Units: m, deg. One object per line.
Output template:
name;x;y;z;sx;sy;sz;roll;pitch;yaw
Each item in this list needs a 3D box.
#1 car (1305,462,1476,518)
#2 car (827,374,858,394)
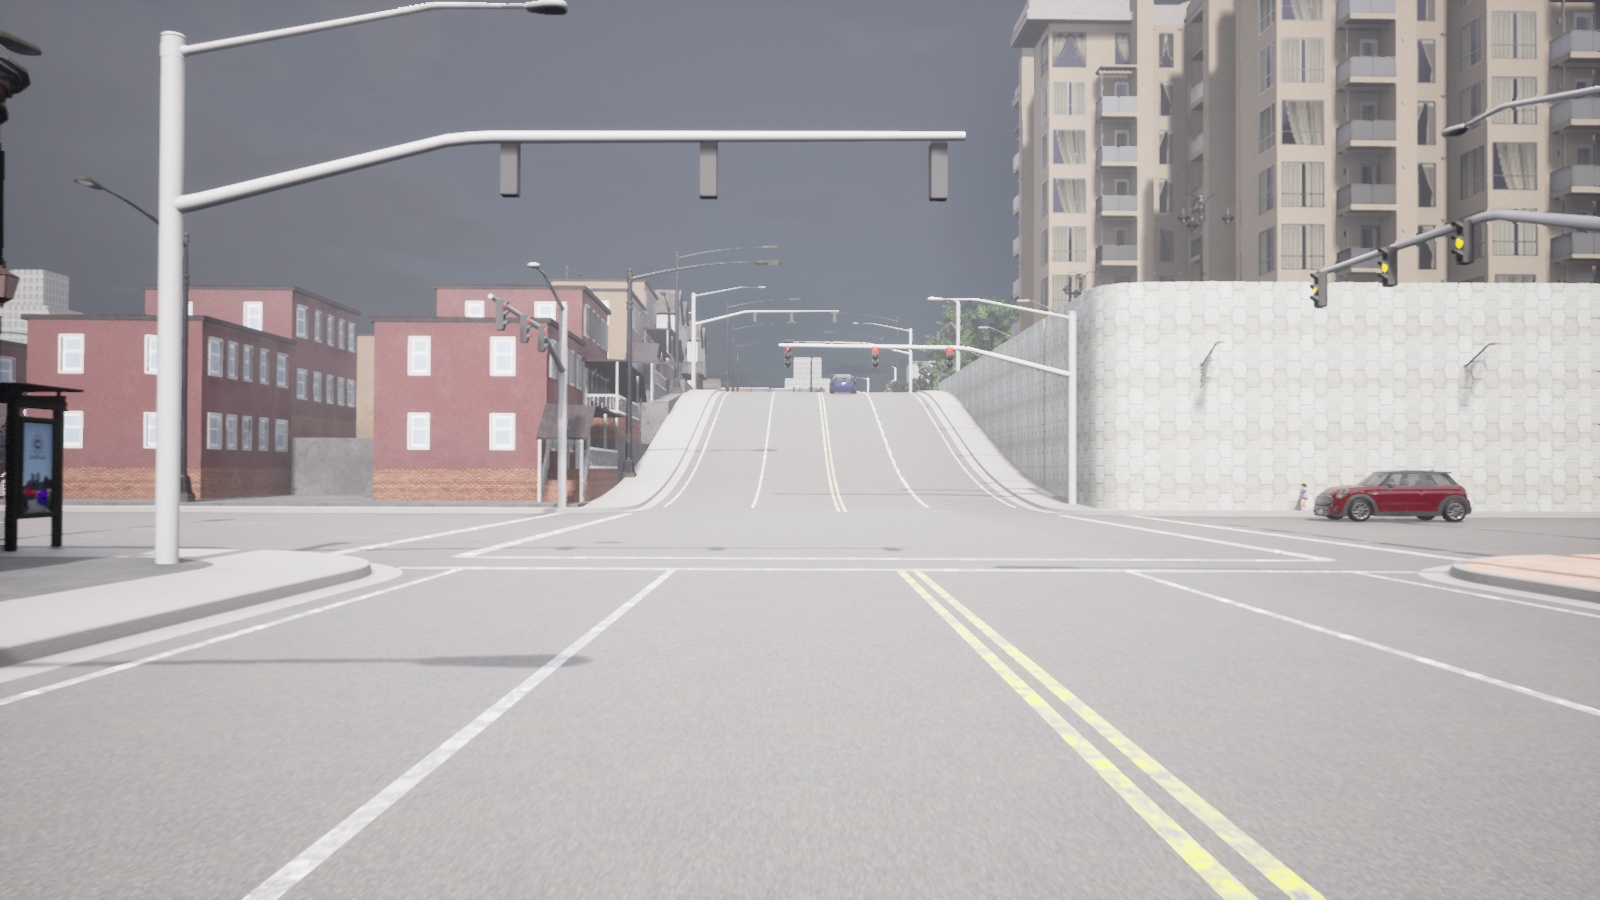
car;19.163;1.281;40.918;4.553;1.767;2.097;0;-1;0
car;3.233;-5.099;96.483;2.163;1.488;4.792;0;3;0
